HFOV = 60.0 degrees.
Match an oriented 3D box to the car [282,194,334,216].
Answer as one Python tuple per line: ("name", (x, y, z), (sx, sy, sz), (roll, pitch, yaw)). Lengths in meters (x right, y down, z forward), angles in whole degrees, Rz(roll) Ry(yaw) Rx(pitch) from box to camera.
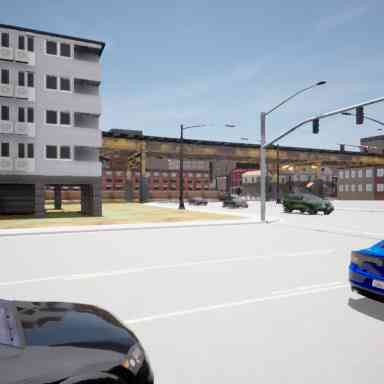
("car", (11.499, 1.221, 33.405), (2.150, 2.045, 5.566), (0, 0, -26))

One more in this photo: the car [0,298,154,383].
("car", (-2.428, 1.564, 2.750), (4.181, 1.385, 1.994), (0, 0, -32))

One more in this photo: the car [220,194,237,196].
("car", (8.259, 1.540, 78.709), (2.033, 1.411, 5.357), (0, 0, 40))

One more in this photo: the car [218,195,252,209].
("car", (5.846, 1.525, 45.211), (1.812, 1.442, 4.674), (0, 0, -25))

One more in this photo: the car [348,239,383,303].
("car", (5.550, 1.478, 6.903), (5.008, 1.535, 1.882), (0, 0, -25))

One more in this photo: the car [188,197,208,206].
("car", (0.870, 1.547, 55.822), (2.033, 1.411, 5.357), (0, 0, -20))
